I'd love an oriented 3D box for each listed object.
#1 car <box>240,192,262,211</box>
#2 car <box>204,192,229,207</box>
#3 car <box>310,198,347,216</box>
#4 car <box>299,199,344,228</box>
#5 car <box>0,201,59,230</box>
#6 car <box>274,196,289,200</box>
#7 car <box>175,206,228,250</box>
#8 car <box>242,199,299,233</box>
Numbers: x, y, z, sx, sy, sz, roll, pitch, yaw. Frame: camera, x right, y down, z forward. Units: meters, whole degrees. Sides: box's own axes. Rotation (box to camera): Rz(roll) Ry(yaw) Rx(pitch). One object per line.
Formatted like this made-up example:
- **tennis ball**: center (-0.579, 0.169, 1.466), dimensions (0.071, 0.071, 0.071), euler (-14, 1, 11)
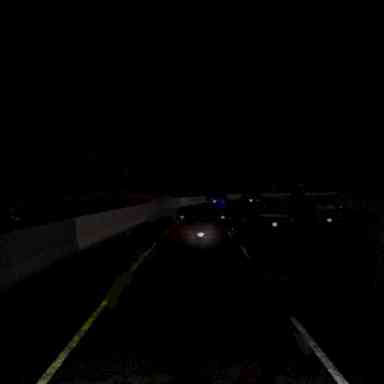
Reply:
- **car**: center (6.555, 0.994, 37.033), dimensions (2.150, 2.045, 5.566), euler (0, 0, 10)
- **car**: center (2.582, 1.007, 34.620), dimensions (2.150, 2.045, 5.566), euler (0, 0, 9)
- **car**: center (12.688, 1.356, 31.363), dimensions (2.033, 1.411, 5.357), euler (0, 0, 9)
- **car**: center (7.955, 1.396, 21.068), dimensions (1.812, 1.442, 4.674), euler (0, 0, 5)
- **car**: center (-9.873, 1.351, 20.005), dimensions (1.882, 1.535, 5.008), euler (0, 0, 5)
- **car**: center (10.681, 1.232, 40.035), dimensions (1.882, 1.535, 5.008), euler (0, 1, 11)
- **car**: center (0.427, 1.478, 13.822), dimensions (1.994, 1.385, 4.181), euler (0, 0, 3)
- **car**: center (4.264, 1.376, 18.876), dimensions (2.128, 1.511, 4.902), euler (0, 0, 4)
